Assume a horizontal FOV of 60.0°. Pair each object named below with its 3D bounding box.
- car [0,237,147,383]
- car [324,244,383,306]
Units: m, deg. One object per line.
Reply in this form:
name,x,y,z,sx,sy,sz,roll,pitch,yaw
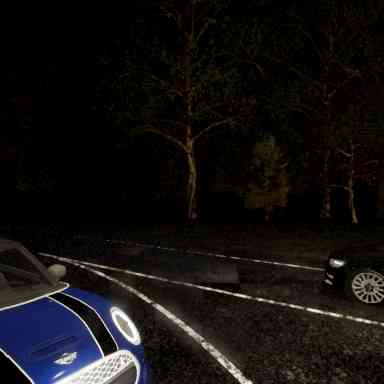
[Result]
car,-2.666,1.338,3.771,4.553,1.767,2.097,1,0,35
car,5.205,1.507,6.426,4.902,1.511,2.128,0,0,35
